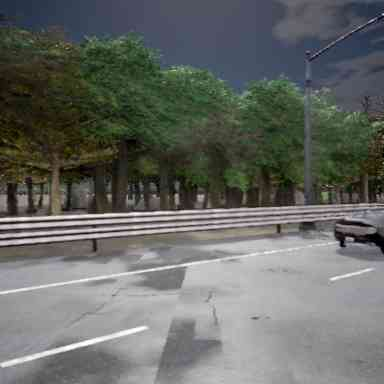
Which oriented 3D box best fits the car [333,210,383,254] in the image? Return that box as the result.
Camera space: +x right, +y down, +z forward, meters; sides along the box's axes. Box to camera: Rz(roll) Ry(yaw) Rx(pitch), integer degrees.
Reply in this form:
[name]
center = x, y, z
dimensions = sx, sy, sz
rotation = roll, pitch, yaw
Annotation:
[car]
center = 7.676, 1.461, 13.266
dimensions = 4.902, 1.511, 2.128
rotation = 0, 0, -33
